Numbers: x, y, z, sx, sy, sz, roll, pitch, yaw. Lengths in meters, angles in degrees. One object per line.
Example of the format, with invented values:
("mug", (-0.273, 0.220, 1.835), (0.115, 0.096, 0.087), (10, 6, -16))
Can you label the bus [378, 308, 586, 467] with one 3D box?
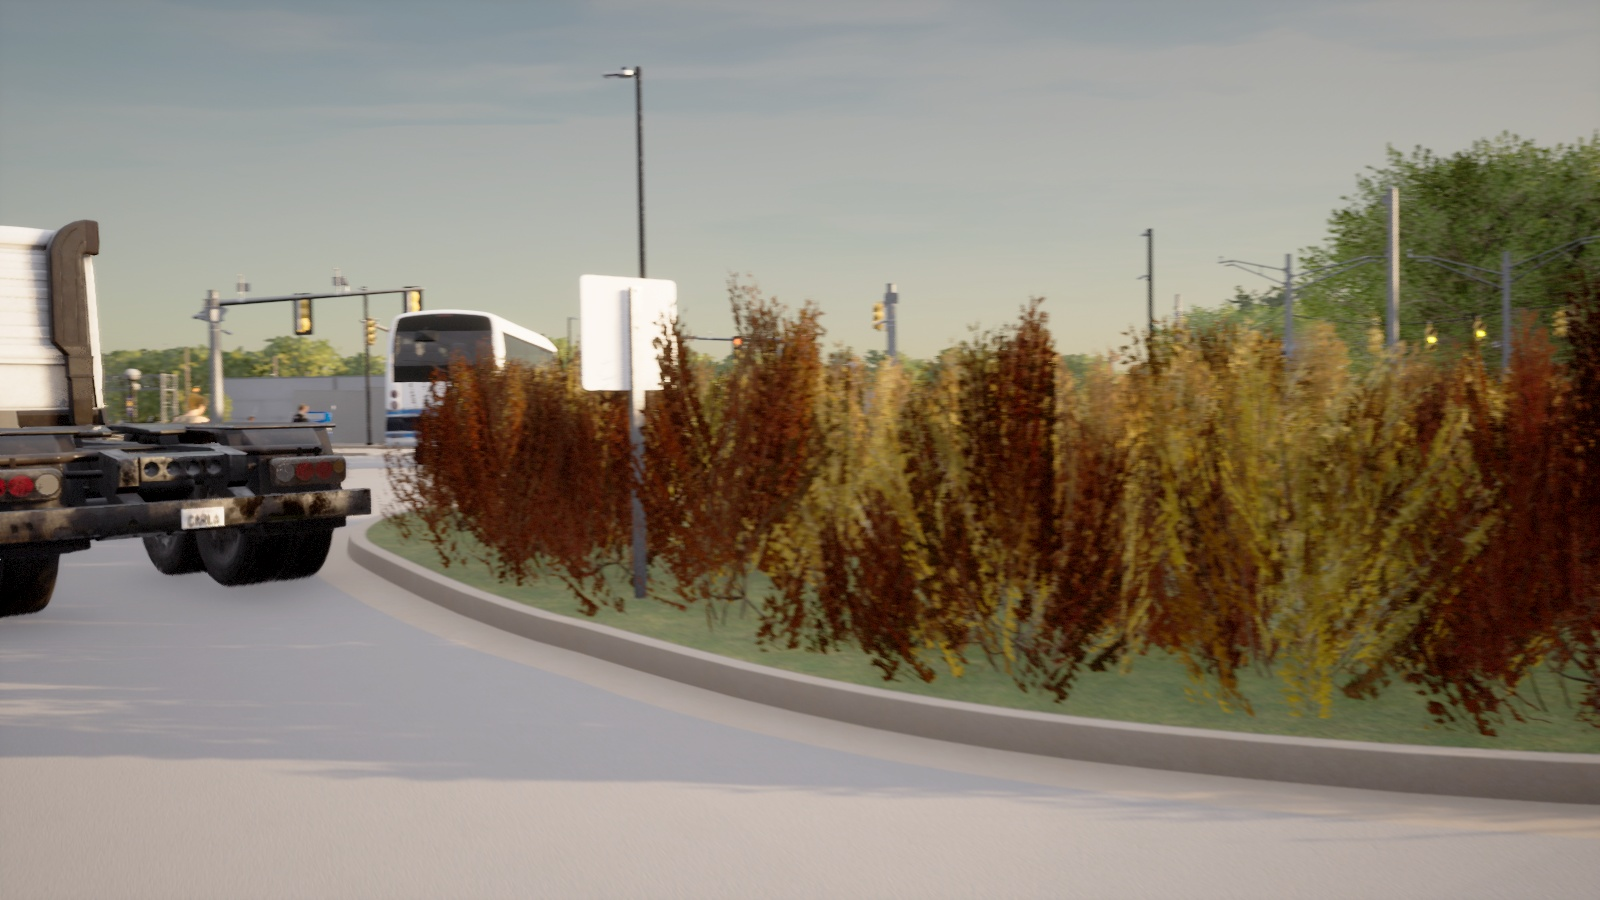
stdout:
("bus", (-9.508, -1.724, 39.179), (3.944, 4.253, 10.273), (-1, 0, -1))

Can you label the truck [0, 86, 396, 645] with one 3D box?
("truck", (-7.109, -0.642, 11.345), (7.936, 3.462, 2.891), (1, 3, 42))

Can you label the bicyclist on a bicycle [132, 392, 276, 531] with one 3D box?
("bicyclist on a bicycle", (-7.249, 0.112, 15.360), (0.866, 1.612, 1.509), (-1, 2, 8))
